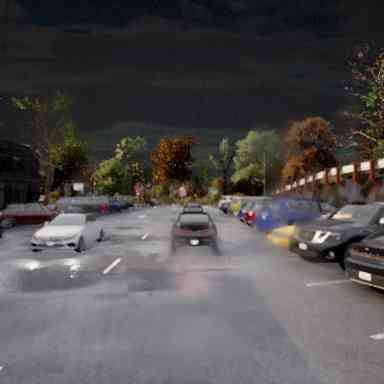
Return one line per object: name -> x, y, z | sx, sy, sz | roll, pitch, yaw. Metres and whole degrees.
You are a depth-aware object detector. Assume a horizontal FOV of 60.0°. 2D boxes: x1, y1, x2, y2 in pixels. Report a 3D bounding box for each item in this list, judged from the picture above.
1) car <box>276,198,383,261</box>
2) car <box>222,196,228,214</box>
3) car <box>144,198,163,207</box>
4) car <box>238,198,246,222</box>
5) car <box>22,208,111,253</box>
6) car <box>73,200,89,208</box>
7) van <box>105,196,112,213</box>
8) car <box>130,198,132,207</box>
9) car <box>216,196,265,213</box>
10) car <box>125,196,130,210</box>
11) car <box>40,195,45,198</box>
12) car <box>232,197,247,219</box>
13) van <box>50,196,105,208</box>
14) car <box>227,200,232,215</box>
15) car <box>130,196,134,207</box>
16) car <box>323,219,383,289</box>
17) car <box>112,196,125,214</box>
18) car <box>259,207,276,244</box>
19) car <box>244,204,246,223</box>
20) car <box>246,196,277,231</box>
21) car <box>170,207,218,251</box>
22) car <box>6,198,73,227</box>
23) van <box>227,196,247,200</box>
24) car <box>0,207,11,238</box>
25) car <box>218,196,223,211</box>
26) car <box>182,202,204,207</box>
car -> 5.909, 1.311, 10.861 | 5.566, 2.045, 2.435 | 1, 0, -20
car -> 5.987, 1.603, 35.048 | 4.553, 1.767, 2.185 | 1, 0, -20
car -> -7.332, 1.937, 62.263 | 1.837, 1.490, 4.892 | 1, -1, -36
car -> 5.917, 1.521, 22.948 | 4.553, 1.767, 2.185 | 1, -1, -20
car -> -5.106, 1.626, 14.295 | 1.812, 1.442, 4.674 | 0, 0, 0
car -> -10.999, 1.673, 26.484 | 4.892, 1.521, 2.231 | -1, 0, -20
van -> -11.105, 1.507, 35.312 | 4.442, 1.987, 1.878 | -1, 0, -20
car -> -10.972, 1.820, 44.253 | 4.792, 1.488, 2.163 | -1, -1, -20
car -> 5.979, 1.518, 41.107 | 5.566, 2.045, 2.435 | 1, -1, -20
car -> -10.969, 1.519, 41.288 | 5.566, 2.045, 2.435 | -1, -1, -20
car -> -26.661, 1.650, 60.549 | 2.435, 2.045, 5.566 | 0, 0, -19
car -> 5.910, 1.541, 25.977 | 4.553, 1.767, 2.185 | 1, -1, -20
van -> -11.108, 1.487, 32.353 | 4.442, 1.987, 1.878 | -1, 0, -20
car -> 5.956, 1.689, 28.997 | 4.892, 1.521, 2.231 | 1, 0, -20
car -> -11.011, 1.559, 47.172 | 5.566, 2.045, 2.435 | -1, 0, -20
car -> 5.922, 1.543, 7.852 | 4.892, 1.521, 2.231 | 1, -1, -20
car -> -10.972, 1.500, 38.329 | 5.566, 2.045, 2.435 | -1, -1, -20
car -> 5.766, 1.578, 13.822 | 5.366, 1.575, 1.946 | 1, 0, -20
car -> 5.912, 1.655, 19.923 | 4.792, 1.488, 2.163 | 1, 0, -20
car -> 5.971, 1.354, 16.923 | 5.566, 2.045, 2.435 | 1, -1, -20
car -> 0.095, 1.607, 14.623 | 1.837, 1.490, 4.892 | 0, 0, 0
car -> -11.031, 1.526, 23.510 | 4.553, 1.767, 2.185 | -1, -1, -20
van -> 6.061, 1.484, 32.066 | 4.442, 1.987, 1.878 | 1, -1, -20
car -> -10.982, 1.620, 14.658 | 4.792, 1.488, 2.163 | -1, -1, -20
car -> 5.936, 1.497, 38.047 | 5.566, 2.045, 2.435 | 1, 0, -20
car -> 0.105, 1.713, 31.914 | 2.128, 1.511, 4.902 | 0, 0, 0
